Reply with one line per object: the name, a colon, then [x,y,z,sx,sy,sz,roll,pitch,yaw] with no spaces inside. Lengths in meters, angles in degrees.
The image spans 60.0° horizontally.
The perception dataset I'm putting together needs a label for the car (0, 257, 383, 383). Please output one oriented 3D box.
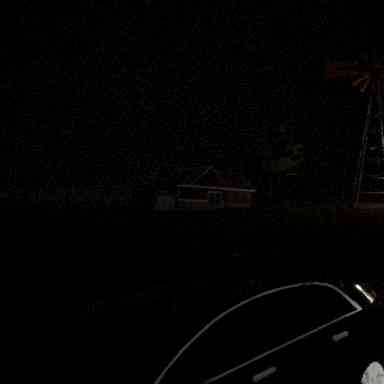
car: [0.061,1.505,3.103,4.892,1.490,1.837,-1,0,-35]
